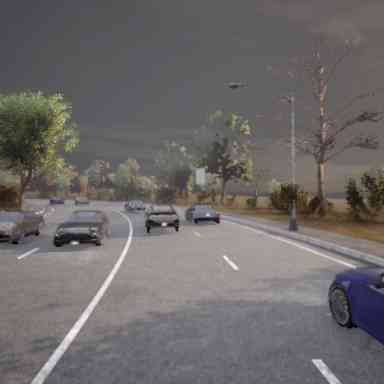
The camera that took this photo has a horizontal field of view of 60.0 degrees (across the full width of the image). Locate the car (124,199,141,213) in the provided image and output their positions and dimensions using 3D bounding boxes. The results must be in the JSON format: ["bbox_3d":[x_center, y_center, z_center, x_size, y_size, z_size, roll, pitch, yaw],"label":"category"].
[{"bbox_3d":[-6.485,1.539,37.730,2.033,1.411,5.357,0,0,-19],"label":"car"}]

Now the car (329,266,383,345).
[{"bbox_3d":[3.387,1.511,3.980,1.812,1.442,4.674,0,0,-2],"label":"car"}]

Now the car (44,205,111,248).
[{"bbox_3d":[-4.820,1.550,15.237,2.033,1.411,5.357,0,0,-9],"label":"car"}]

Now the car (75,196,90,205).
[{"bbox_3d":[-17.975,1.500,54.555,1.837,1.490,4.892,0,0,-28],"label":"car"}]

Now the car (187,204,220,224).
[{"bbox_3d":[0.681,1.547,24.834,1.994,1.385,4.181,0,0,-12],"label":"car"}]

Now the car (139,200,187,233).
[{"bbox_3d":[-1.890,1.483,19.882,2.128,1.511,4.902,0,0,-10],"label":"car"}]

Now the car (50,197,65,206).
[{"bbox_3d":[-22.524,1.545,55.550,2.033,1.411,5.357,0,0,-30],"label":"car"}]

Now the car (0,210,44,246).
[{"bbox_3d":[-8.402,1.559,15.585,2.033,1.411,5.357,0,0,-9],"label":"car"}]
